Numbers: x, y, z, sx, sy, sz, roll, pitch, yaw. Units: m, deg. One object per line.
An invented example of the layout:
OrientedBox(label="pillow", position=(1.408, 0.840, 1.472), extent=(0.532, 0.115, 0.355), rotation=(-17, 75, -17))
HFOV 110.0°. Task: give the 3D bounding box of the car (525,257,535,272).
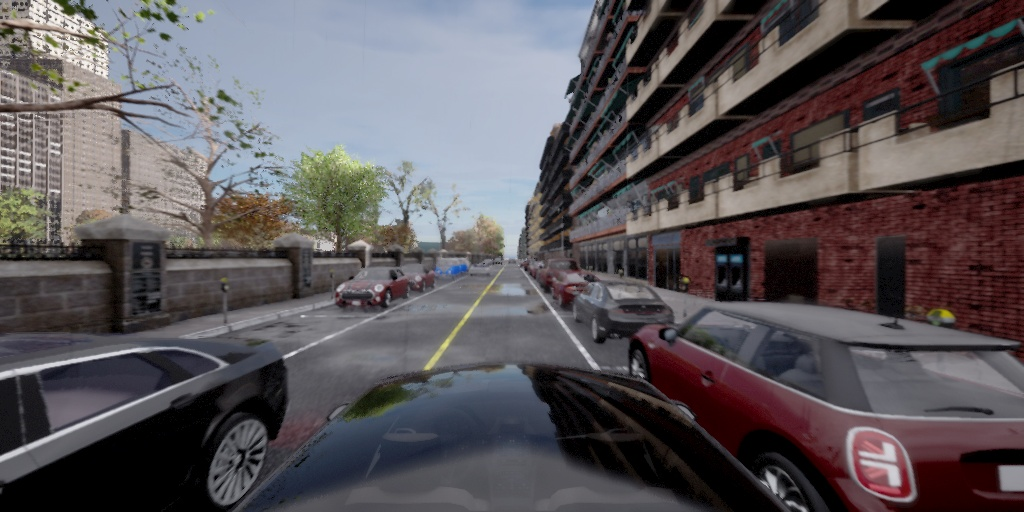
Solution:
OrientedBox(label="car", position=(2.699, 1.216, 37.599), extent=(1.967, 1.591, 4.097), rotation=(0, 0, 0))

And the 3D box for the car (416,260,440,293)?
OrientedBox(label="car", position=(-5.685, 1.199, 20.712), extent=(1.967, 1.591, 4.097), rotation=(0, 0, 0))

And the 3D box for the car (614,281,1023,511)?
OrientedBox(label="car", position=(2.692, 1.191, 3.820), extent=(1.967, 1.591, 4.097), rotation=(0, 0, 0))

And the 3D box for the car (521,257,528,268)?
OrientedBox(label="car", position=(2.701, 1.108, 48.859), extent=(2.192, 1.841, 5.009), rotation=(0, 0, 0))

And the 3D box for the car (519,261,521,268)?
OrientedBox(label="car", position=(2.365, 1.349, 64.571), extent=(1.812, 1.442, 4.674), rotation=(0, 0, 0))

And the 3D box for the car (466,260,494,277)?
OrientedBox(label="car", position=(-3.087, 1.374, 35.685), extent=(1.895, 1.301, 4.718), rotation=(0, 0, 0))

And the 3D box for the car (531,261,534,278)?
OrientedBox(label="car", position=(2.696, 1.314, 26.340), extent=(2.007, 1.370, 4.403), rotation=(0, 0, 0))

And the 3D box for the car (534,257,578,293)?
OrientedBox(label="car", position=(2.696, 1.074, 20.710), extent=(2.192, 1.841, 5.009), rotation=(0, 0, 0))

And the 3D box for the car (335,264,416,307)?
OrientedBox(label="car", position=(-5.686, 1.195, 15.082), extent=(1.967, 1.591, 4.097), rotation=(0, 0, 0))

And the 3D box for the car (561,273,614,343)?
OrientedBox(label="car", position=(2.693, 1.304, 9.450), extent=(2.007, 1.370, 4.403), rotation=(0, 0, 0))

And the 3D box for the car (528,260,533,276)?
OrientedBox(label="car", position=(2.697, 1.314, 31.970), extent=(1.888, 1.381, 4.507), rotation=(0, 0, 0))

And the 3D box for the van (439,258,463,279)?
OrientedBox(label="van", position=(-5.683, 1.110, 31.972), extent=(1.690, 1.789, 3.998), rotation=(0, 0, 0))

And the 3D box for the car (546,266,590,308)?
OrientedBox(label="car", position=(2.694, 1.301, 15.080), extent=(1.888, 1.381, 4.507), rotation=(0, 0, 0))

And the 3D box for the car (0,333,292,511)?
OrientedBox(label="car", position=(-3.087, 1.242, 1.501), extent=(2.128, 1.511, 4.902), rotation=(0, 0, 0))

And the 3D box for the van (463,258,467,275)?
OrientedBox(label="van", position=(-5.681, 1.117, 37.601), extent=(1.690, 1.789, 3.998), rotation=(0, 0, 0))
